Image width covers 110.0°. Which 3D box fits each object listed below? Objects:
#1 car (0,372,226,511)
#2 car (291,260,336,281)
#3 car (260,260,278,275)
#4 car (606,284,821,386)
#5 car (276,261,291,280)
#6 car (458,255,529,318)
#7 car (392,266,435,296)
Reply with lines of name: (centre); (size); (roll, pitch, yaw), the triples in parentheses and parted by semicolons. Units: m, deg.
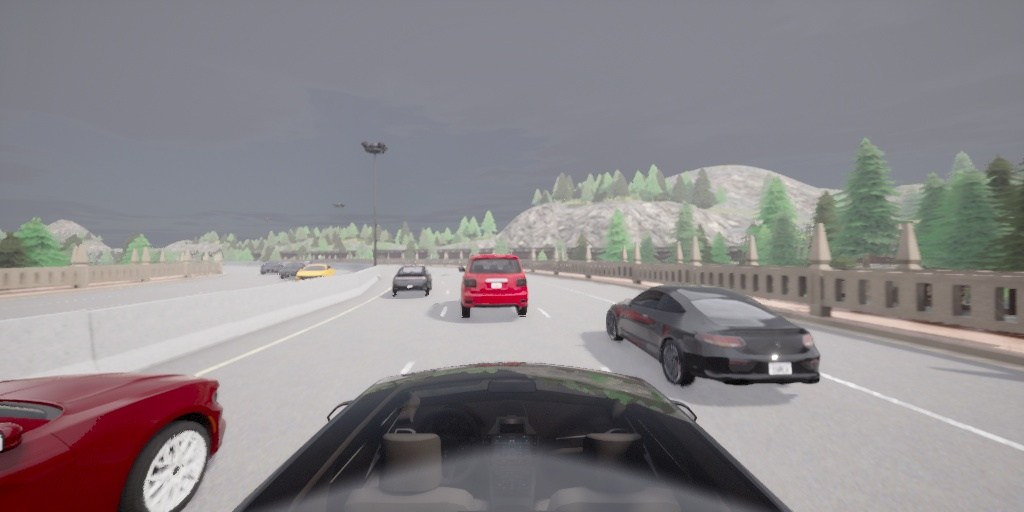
car: (-3.523, 1.243, 1.159); (1.882, 1.535, 5.008); (0, 0, 1)
car: (-14.378, 1.329, 26.506); (1.882, 1.535, 5.008); (0, 0, -17)
car: (-29.470, 1.579, 43.961); (1.994, 1.385, 4.181); (-1, 0, -30)
car: (3.284, 1.259, 6.839); (1.812, 1.442, 4.674); (0, 0, -3)
car: (-20.792, 1.422, 34.300); (1.837, 1.490, 4.892); (0, 0, -23)
car: (-0.781, 0.974, 13.324); (2.150, 2.045, 5.566); (0, 0, -7)
car: (-5.333, 1.273, 19.551); (2.128, 1.511, 4.902); (0, 0, -10)
